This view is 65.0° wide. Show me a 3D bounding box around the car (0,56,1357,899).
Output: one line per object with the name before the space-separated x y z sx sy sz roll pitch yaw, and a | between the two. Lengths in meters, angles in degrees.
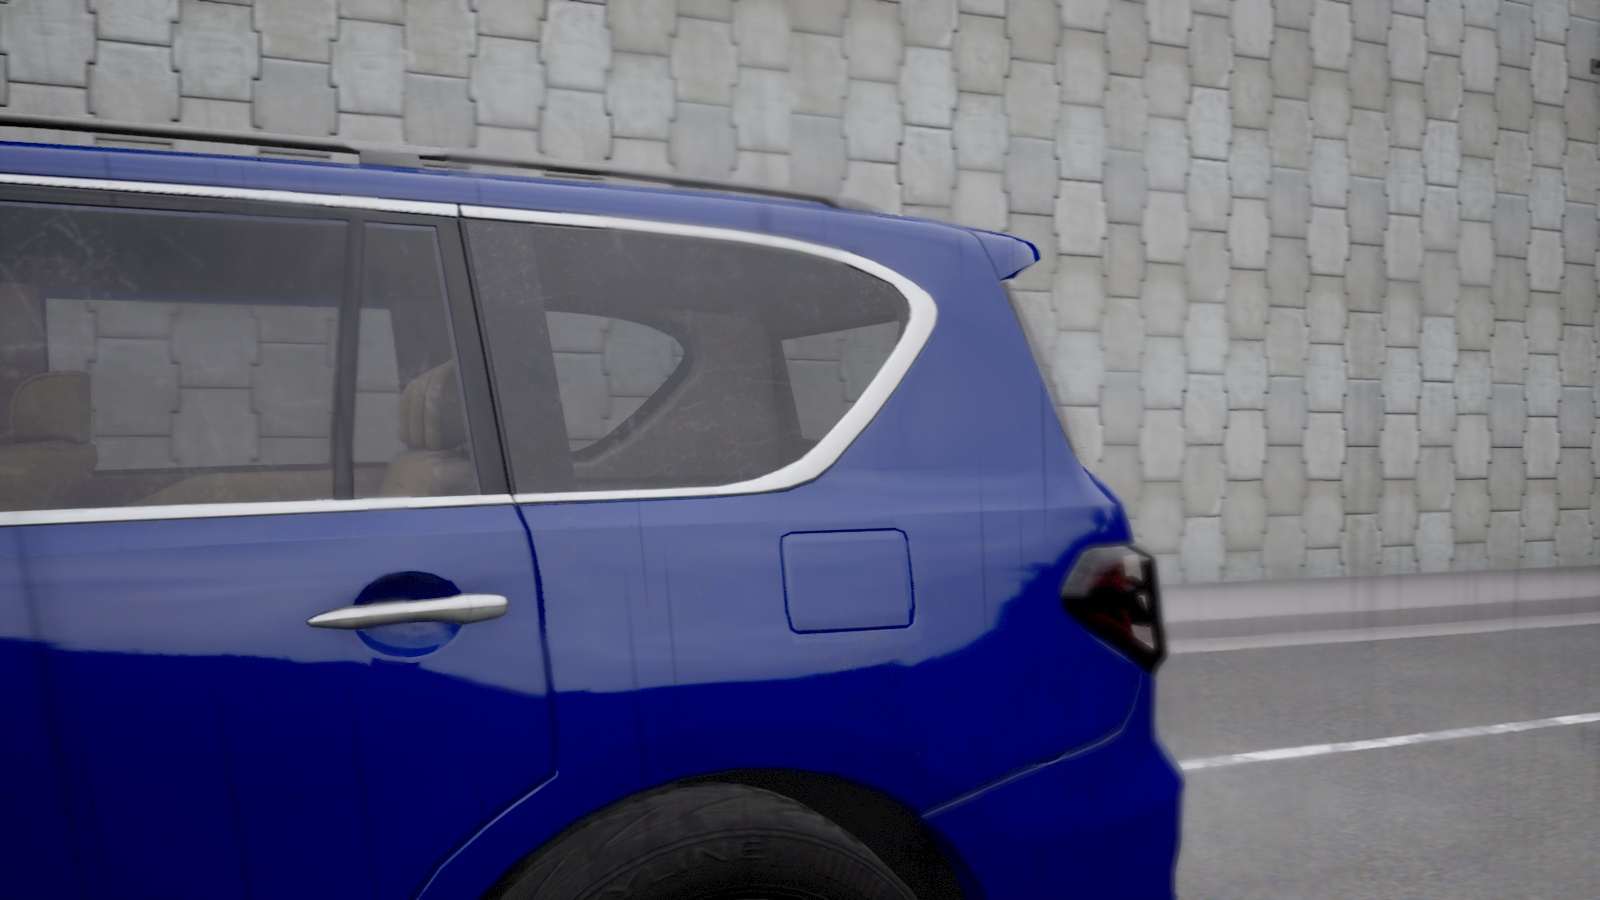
car | -1.880 0.496 2.513 5.566 2.045 2.150 -1 1 -21
